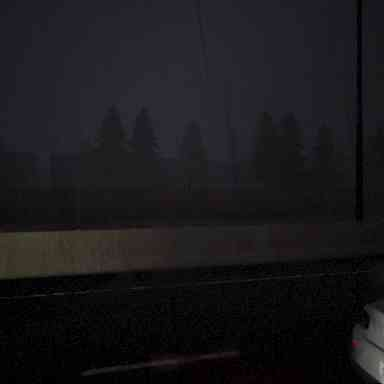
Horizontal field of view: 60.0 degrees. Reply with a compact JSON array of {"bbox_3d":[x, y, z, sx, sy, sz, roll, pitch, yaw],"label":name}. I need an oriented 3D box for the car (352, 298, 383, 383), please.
[{"bbox_3d":[4.069,1.525,3.688,4.674,1.442,1.812,0,0,-15],"label":"car"}]
